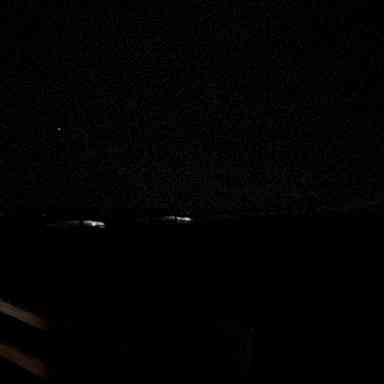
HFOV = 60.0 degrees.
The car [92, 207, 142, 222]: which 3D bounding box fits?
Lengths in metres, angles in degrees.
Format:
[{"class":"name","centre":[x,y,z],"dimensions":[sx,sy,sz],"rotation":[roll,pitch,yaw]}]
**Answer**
[{"class":"car","centre":[-7.568,2.254,34.297],"dimensions":[2.033,1.411,5.357],"rotation":[3,0,36]}]

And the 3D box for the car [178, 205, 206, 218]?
[{"class":"car","centre":[0.081,2.605,44.921],"dimensions":[1.837,1.490,4.892],"rotation":[3,0,36]}]

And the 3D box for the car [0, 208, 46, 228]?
[{"class":"car","centre":[-13.600,1.948,25.873],"dimensions":[1.994,1.385,4.181],"rotation":[3,0,36]}]
